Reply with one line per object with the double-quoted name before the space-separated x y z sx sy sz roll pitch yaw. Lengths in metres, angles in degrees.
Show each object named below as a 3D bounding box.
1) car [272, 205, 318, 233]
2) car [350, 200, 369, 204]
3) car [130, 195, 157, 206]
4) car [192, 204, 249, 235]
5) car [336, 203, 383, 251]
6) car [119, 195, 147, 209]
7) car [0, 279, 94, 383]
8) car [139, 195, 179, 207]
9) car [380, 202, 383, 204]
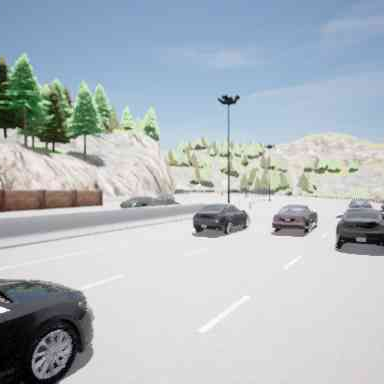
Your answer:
"car" 6.019 1.465 19.153 2.033 1.411 5.357 0 0 27
"car" 14.852 1.415 29.565 2.033 1.411 5.357 0 0 23
"car" -7.243 1.279 50.005 1.882 1.535 5.008 0 0 21
"car" 1.733 1.428 18.586 1.837 1.490 4.892 0 0 28
"car" 7.194 1.441 13.960 1.837 1.490 4.892 0 0 29
"car" -5.784 1.212 35.396 2.097 1.767 4.553 0 0 24
"car" -3.132 1.494 3.036 1.837 1.490 4.892 0 0 31
"car" -2.940 1.373 33.198 1.837 1.490 4.892 0 0 25
"car" 19.982 1.350 32.879 1.837 1.490 4.892 0 -2 22
